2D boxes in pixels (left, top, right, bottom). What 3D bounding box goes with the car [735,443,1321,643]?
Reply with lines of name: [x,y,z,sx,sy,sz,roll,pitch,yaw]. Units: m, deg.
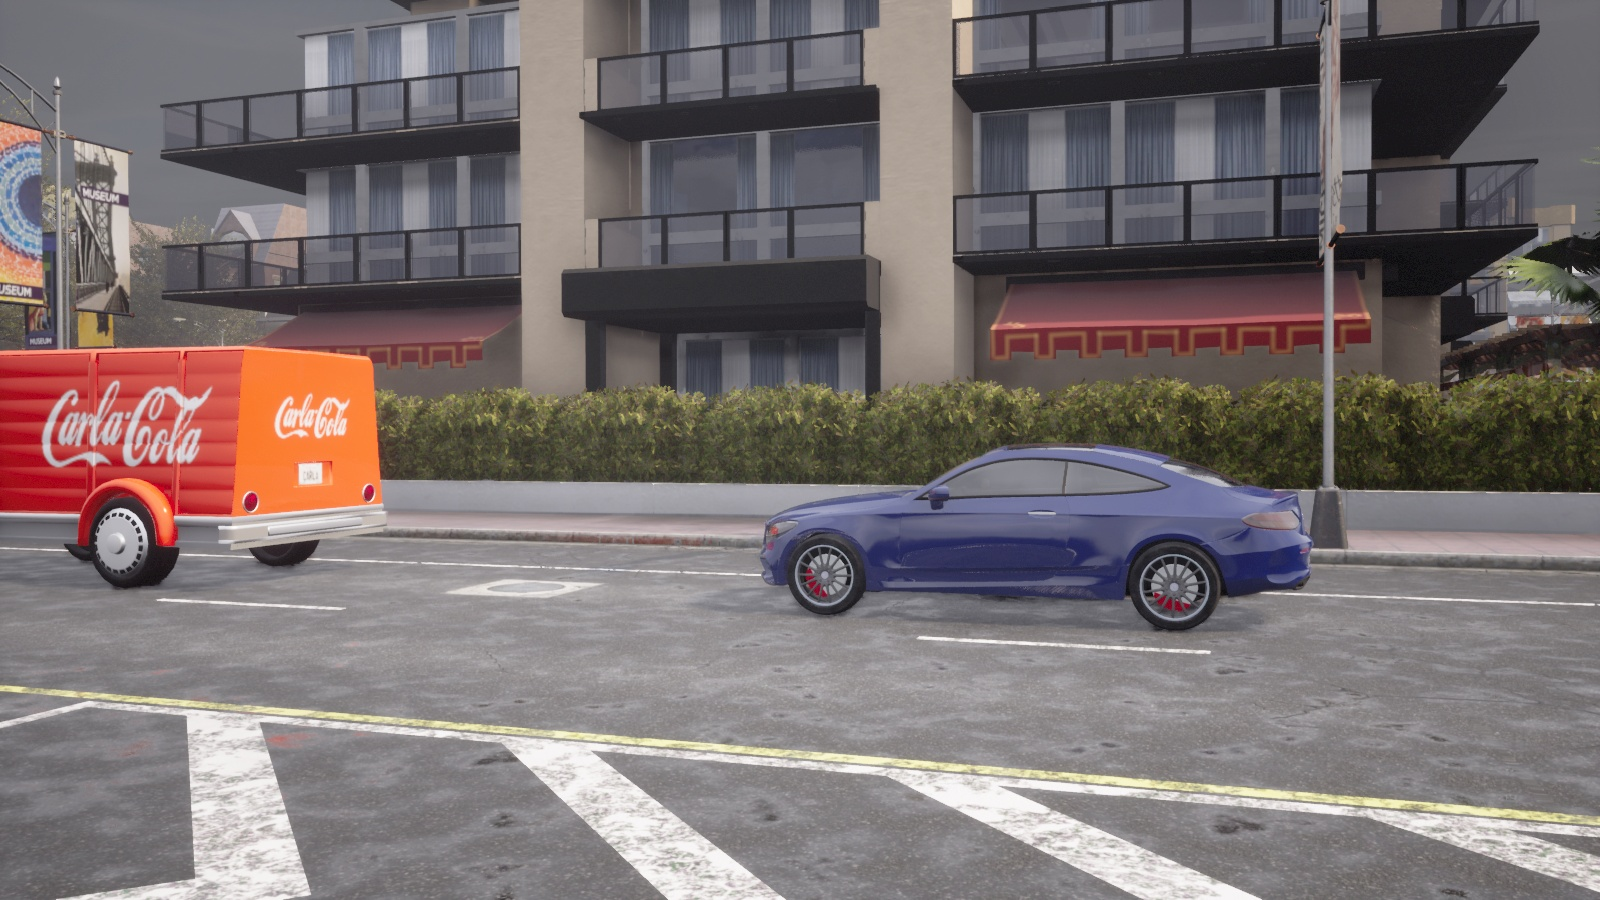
car: [1.945,0.684,10.949,4.674,1.442,1.812,1,1,18]

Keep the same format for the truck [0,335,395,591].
truck: [-7.581,0.085,14.149,5.204,2.467,2.627,1,1,19]
